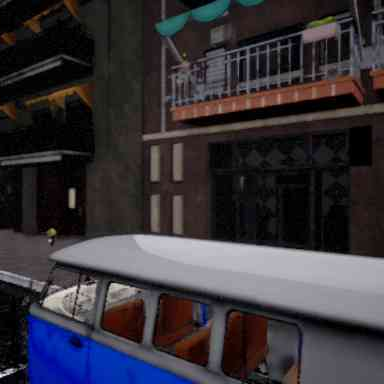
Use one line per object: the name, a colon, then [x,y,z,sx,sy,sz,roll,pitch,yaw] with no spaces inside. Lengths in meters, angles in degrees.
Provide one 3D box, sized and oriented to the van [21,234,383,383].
van: [0.280,1.341,2.672,3.998,1.788,1.690,0,0,35]
